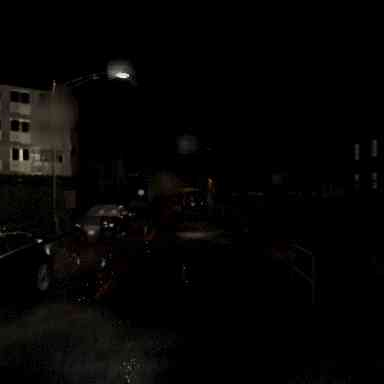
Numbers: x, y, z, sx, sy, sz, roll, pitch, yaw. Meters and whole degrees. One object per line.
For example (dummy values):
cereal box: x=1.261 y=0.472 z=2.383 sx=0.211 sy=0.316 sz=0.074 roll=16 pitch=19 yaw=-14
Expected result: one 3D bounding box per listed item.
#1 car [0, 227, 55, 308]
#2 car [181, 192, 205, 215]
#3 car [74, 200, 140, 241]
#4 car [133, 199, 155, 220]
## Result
car: x=-4.102 y=1.446 z=5.834 sx=2.128 sy=1.511 sz=4.902 roll=0 pitch=0 yaw=0
car: x=0.093 y=1.111 z=30.915 sx=2.097 sy=1.767 sz=4.553 roll=0 pitch=0 yaw=0
car: x=-4.098 y=1.367 z=15.981 sx=2.128 sy=1.511 sz=4.902 roll=0 pitch=0 yaw=0
car: x=-4.061 y=1.274 z=26.155 sx=1.882 sy=1.535 sz=5.008 roll=0 pitch=0 yaw=0
